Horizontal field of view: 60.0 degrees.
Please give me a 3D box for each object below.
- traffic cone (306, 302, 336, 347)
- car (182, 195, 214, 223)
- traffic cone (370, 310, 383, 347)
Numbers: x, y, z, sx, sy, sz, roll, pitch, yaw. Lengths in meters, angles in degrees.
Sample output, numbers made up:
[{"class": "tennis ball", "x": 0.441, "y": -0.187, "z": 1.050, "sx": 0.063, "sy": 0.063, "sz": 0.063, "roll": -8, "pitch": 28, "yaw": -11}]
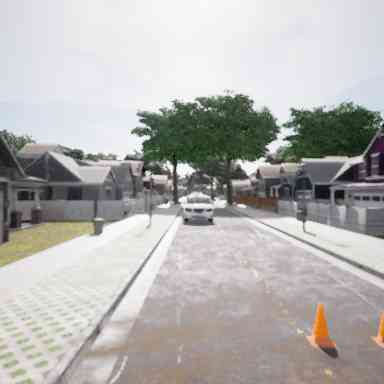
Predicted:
[{"class": "traffic cone", "x": 1.951, "y": 1.975, "z": 5.042, "sx": 0.340, "sy": 0.580, "sz": 0.340, "roll": 0, "pitch": 0, "yaw": 0}, {"class": "car", "x": 0.483, "y": 1.259, "z": 26.200, "sx": 2.150, "sy": 2.045, "sz": 5.566, "roll": 0, "pitch": 0, "yaw": 0}, {"class": "traffic cone", "x": 2.951, "y": 1.981, "z": 5.036, "sx": 0.340, "sy": 0.580, "sz": 0.340, "roll": 0, "pitch": 0, "yaw": 0}]
